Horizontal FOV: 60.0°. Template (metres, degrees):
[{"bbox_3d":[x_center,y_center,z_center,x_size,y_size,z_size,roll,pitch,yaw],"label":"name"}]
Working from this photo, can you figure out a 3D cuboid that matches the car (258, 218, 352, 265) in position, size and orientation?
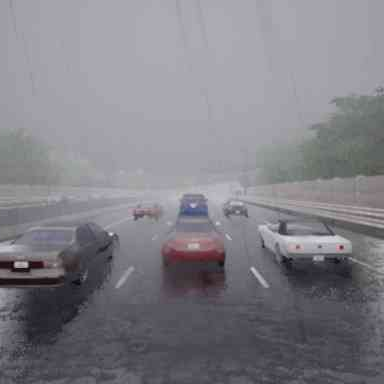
[{"bbox_3d":[3.567,1.560,11.531,1.895,1.301,4.718,0,0,0],"label":"car"}]

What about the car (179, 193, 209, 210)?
[{"bbox_3d":[0.154,1.117,26.724,2.150,2.045,5.566,0,1,1],"label":"car"}]

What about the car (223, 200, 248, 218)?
[{"bbox_3d":[3.693,1.411,28.783,1.812,1.442,4.674,0,0,1],"label":"car"}]

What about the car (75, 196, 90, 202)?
[{"bbox_3d":[-16.901,1.348,52.551,1.994,1.385,4.181,0,0,2],"label":"car"}]

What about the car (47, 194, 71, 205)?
[{"bbox_3d":[-20.451,1.138,51.185,2.097,1.767,4.553,0,0,2],"label":"car"}]

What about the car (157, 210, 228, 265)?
[{"bbox_3d":[0.068,1.521,11.516,1.994,1.385,4.181,0,0,0],"label":"car"}]

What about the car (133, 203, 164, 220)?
[{"bbox_3d":[-3.349,1.494,26.528,1.895,1.301,4.718,0,0,1],"label":"car"}]

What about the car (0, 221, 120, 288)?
[{"bbox_3d":[-3.449,1.515,9.276,2.033,1.411,5.357,0,0,1],"label":"car"}]

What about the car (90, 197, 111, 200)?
[{"bbox_3d":[-13.478,1.394,50.622,1.895,1.301,4.718,0,0,2],"label":"car"}]
